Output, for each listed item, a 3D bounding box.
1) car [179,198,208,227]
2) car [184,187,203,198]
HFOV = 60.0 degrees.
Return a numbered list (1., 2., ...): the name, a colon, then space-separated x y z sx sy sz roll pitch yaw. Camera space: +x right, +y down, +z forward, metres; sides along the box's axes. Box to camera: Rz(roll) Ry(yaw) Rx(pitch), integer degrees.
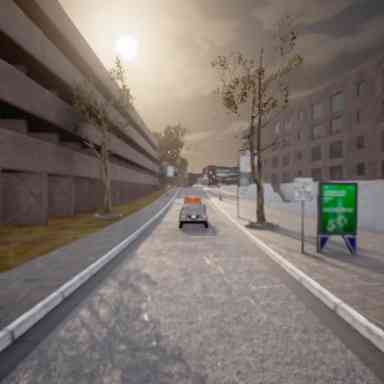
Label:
1. car: 0.092 1.415 21.753 2.033 1.411 5.357 0 1 0
2. car: 0.087 0.609 40.847 2.097 1.767 4.553 0 3 0
